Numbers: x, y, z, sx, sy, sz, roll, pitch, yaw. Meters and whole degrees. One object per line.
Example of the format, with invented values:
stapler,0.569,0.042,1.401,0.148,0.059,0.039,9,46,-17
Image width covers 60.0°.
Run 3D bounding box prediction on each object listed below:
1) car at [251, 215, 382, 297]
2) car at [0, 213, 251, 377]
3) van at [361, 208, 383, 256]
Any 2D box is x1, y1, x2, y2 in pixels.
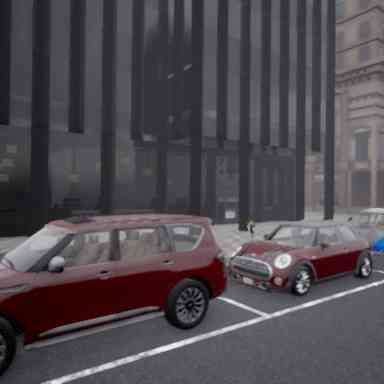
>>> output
car,2.895,1.508,8.718,4.097,1.590,1.967,1,0,-36
car,-1.661,1.331,5.460,5.009,1.841,2.192,1,0,-36
van,7.453,1.461,11.975,3.998,1.788,1.690,1,0,-36
